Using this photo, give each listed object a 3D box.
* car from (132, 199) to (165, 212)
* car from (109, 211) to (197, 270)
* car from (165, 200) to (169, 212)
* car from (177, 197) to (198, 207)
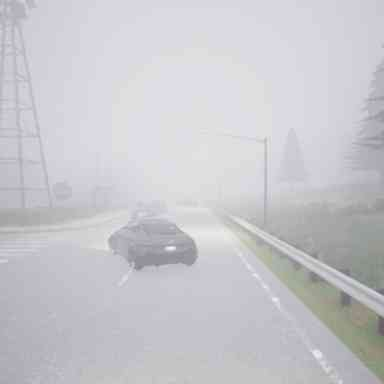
[{"bbox_3d":[-3.598,1.525,26.375,2.128,1.511,4.902,0,0,0],"label":"car"},{"bbox_3d":[-1.455,1.579,11.317,1.994,1.385,4.181,0,0,-25],"label":"car"},{"bbox_3d":[-3.567,1.551,36.129,1.837,1.490,4.892,0,0,0],"label":"car"},{"bbox_3d":[-0.786,1.559,53.596,2.128,1.511,4.902,0,0,-29],"label":"car"}]
